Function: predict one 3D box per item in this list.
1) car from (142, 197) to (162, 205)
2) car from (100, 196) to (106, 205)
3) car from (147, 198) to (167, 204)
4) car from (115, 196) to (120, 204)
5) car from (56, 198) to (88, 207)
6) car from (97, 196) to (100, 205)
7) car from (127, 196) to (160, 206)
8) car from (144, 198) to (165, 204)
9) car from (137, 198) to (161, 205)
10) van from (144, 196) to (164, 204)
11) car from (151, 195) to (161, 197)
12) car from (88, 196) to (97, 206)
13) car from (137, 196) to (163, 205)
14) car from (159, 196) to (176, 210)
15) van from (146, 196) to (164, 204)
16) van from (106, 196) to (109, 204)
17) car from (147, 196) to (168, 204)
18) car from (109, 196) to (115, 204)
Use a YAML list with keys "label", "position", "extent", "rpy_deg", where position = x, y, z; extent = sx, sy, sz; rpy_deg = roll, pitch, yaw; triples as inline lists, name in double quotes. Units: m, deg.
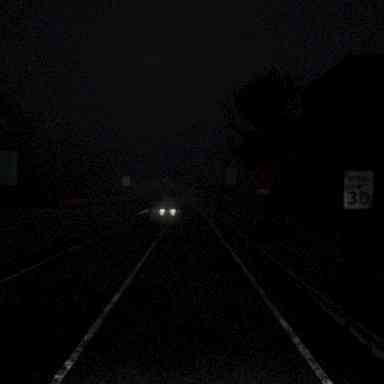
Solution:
- label: "car"
  position: [-9.248, 2.010, 77.539]
  extent: [4.553, 1.767, 2.185]
  rpy_deg: [0, -1, 0]
- label: "car"
  position: [-22.311, 1.989, 74.622]
  extent: [4.553, 1.767, 2.185]
  rpy_deg: [0, -1, 0]
- label: "car"
  position: [-9.349, 2.325, 88.750]
  extent: [5.008, 1.535, 2.097]
  rpy_deg: [0, -1, 0]
- label: "car"
  position: [-22.228, 2.297, 85.757]
  extent: [5.366, 1.575, 1.946]
  rpy_deg: [0, -1, 0]
- label: "car"
  position: [-22.262, 1.936, 60.697]
  extent: [5.008, 1.535, 2.097]
  rpy_deg: [0, 0, 0]
- label: "car"
  position: [-22.313, 2.074, 69.051]
  extent: [4.674, 1.452, 2.002]
  rpy_deg: [0, -1, 0]
- label: "car"
  position: [-9.196, 1.943, 63.528]
  extent: [4.892, 1.521, 2.231]
  rpy_deg: [0, -1, 0]
- label: "car"
  position: [-9.310, 2.232, 83.144]
  extent: [4.892, 1.521, 2.231]
  rpy_deg: [0, -1, 0]
- label: "car"
  position: [-9.253, 2.049, 71.932]
  extent: [4.892, 1.521, 2.231]
  rpy_deg: [0, -1, 0]
- label: "van"
  position: [-9.182, 1.957, 80.345]
  extent: [4.442, 1.987, 1.878]
  rpy_deg: [0, -1, 0]
- label: "car"
  position: [-9.246, 1.723, 66.331]
  extent: [5.566, 2.045, 2.435]
  rpy_deg: [0, -1, 0]
- label: "car"
  position: [-22.301, 1.997, 66.265]
  extent: [5.008, 1.535, 2.097]
  rpy_deg: [0, -1, 0]
- label: "car"
  position: [-9.292, 1.841, 74.741]
  extent: [5.566, 2.045, 2.435]
  rpy_deg: [0, -1, 0]
- label: "car"
  position: [-3.531, 1.842, 50.821]
  extent: [1.882, 1.535, 5.008]
  rpy_deg: [0, -1, 0]
- label: "van"
  position: [-9.452, 2.052, 85.950]
  extent: [4.442, 1.987, 1.878]
  rpy_deg: [0, -1, 0]
- label: "van"
  position: [-22.475, 1.933, 77.403]
  extent: [4.442, 1.987, 1.878]
  rpy_deg: [0, -1, 0]
- label: "car"
  position: [-9.403, 2.122, 91.557]
  extent: [5.566, 2.045, 2.435]
  rpy_deg: [0, -1, 0]
- label: "car"
  position: [-22.392, 2.293, 82.970]
  extent: [4.674, 1.452, 2.002]
  rpy_deg: [0, -1, 0]
